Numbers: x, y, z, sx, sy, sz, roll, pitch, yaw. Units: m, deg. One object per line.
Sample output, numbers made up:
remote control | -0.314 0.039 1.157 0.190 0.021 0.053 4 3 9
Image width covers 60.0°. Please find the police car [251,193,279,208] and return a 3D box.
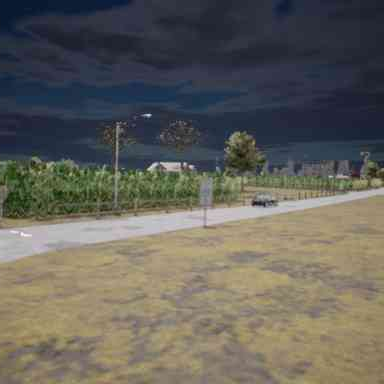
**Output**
police car | 9.009 0.974 41.054 1.930 1.638 5.238 3 2 36
